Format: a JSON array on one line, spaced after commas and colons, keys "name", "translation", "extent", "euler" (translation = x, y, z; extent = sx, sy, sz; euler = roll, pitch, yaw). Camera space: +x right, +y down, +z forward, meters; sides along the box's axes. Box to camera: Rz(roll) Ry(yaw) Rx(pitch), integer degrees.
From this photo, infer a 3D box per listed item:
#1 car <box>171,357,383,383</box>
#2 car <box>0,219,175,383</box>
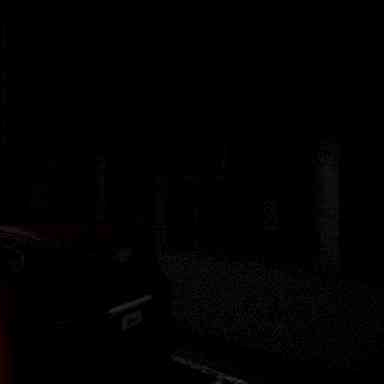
[{"name": "car", "translation": [2.099, 1.581, 1.313], "extent": [4.206, 1.307, 1.802], "euler": [0, 0, 35]}, {"name": "car", "translation": [-2.527, 1.320, 4.612], "extent": [5.009, 1.841, 2.192], "euler": [0, 0, 35]}]
